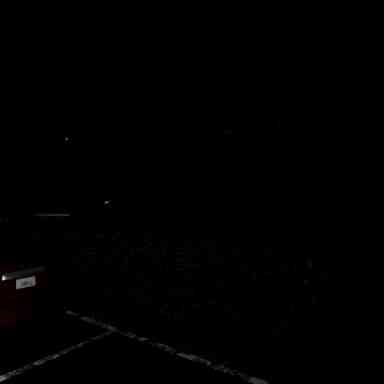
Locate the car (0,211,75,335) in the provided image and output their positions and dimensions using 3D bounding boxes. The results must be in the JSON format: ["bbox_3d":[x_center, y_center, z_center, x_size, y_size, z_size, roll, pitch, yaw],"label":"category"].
[{"bbox_3d":[-4.187,1.316,5.942,5.009,1.841,2.192,0,-1,36],"label":"car"}]

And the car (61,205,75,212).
[{"bbox_3d":[-12.147,1.784,38.066,2.033,1.411,5.357,-1,-1,37],"label":"car"}]
